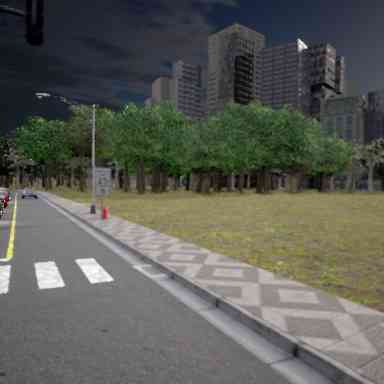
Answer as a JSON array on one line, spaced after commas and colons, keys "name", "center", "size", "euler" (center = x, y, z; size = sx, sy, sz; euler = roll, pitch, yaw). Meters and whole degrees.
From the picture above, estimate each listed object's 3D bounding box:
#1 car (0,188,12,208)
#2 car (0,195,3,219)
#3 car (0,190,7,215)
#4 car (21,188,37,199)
[{"name": "car", "center": [-17.365, 0.561, 29.515], "size": [1.882, 1.535, 5.008], "euler": [0, 1, -27]}, {"name": "car", "center": [-8.789, 1.071, 12.944], "size": [2.128, 1.511, 4.902], "euler": [0, 1, -27]}, {"name": "car", "center": [-13.035, 0.840, 21.119], "size": [1.837, 1.490, 4.892], "euler": [0, 1, -27]}, {"name": "car", "center": [-22.515, 0.182, 46.116], "size": [2.033, 1.411, 5.357], "euler": [0, 1, -28]}]
